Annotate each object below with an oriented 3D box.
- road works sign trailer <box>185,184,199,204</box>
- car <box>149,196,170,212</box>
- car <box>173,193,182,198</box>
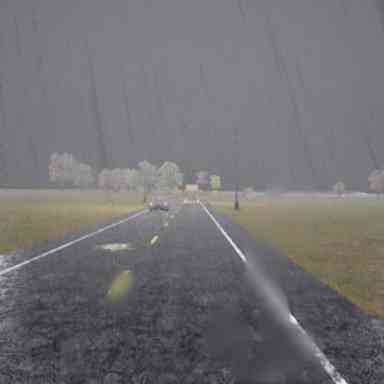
[{"bbox_3d":[-0.010,0.372,58.093,2.380,3.560,2.880,0,0,0],"label":"road works sign trailer"},{"bbox_3d":[-3.598,1.291,37.538,2.097,1.767,4.553,0,0,0],"label":"car"},{"bbox_3d":[-3.513,0.953,78.838,2.097,1.767,4.553,0,0,0],"label":"car"}]
